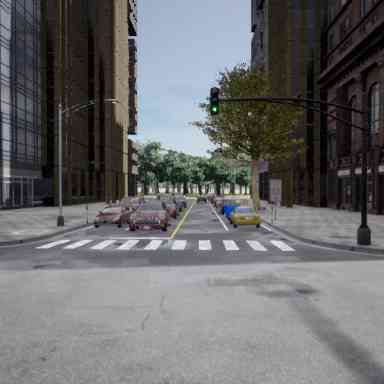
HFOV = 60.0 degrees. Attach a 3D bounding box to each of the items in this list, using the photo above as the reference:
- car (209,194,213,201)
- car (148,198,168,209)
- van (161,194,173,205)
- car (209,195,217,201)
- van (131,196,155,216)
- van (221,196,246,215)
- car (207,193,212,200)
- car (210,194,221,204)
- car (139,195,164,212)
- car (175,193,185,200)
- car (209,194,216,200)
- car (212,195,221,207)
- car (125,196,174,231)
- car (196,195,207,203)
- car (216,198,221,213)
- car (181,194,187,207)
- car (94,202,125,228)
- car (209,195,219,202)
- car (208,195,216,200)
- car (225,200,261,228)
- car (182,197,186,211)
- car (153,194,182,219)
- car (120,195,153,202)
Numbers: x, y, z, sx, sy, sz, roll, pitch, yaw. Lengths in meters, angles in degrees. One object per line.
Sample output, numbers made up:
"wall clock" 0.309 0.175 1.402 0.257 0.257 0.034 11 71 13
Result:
"car" 4.338 1.464 55.761 2.008 1.369 4.403 -1 0 2
"car" -4.497 1.492 44.635 2.008 1.369 4.403 -1 0 2
"van" -4.186 1.254 55.989 1.690 1.788 3.998 0 0 2
"car" 4.964 1.431 78.469 1.802 1.307 4.206 0 0 2
"van" -4.812 1.307 33.279 1.690 1.788 3.998 -1 0 2
"van" 3.554 1.317 27.375 1.690 1.788 3.998 -1 0 2
"car" 4.492 1.213 61.437 2.192 1.841 5.009 -1 0 2
"car" 4.182 1.472 50.084 1.887 1.381 4.507 -1 0 2
"car" -4.655 1.270 38.957 2.192 1.841 5.009 -1 0 2
"car" -3.248 1.130 90.053 2.192 1.841 5.009 0 0 2
"car" 5.124 1.358 84.315 1.752 1.417 4.829 0 0 2
"car" 4.030 1.467 44.577 1.752 1.417 4.829 -1 0 2
"car" -2.442 1.338 20.178 2.097 1.767 4.553 0 0 0
"car" 1.959 1.390 65.843 1.837 1.490 4.892 0 0 2
"car" 3.713 1.532 33.053 1.947 1.339 4.313 -1 0 2
"car" -1.701 1.438 47.980 1.837 1.490 4.892 0 0 2
"car" -5.122 1.566 21.923 1.802 1.307 4.206 -1 0 2
"car" 4.807 1.417 72.791 2.008 1.369 4.403 0 0 2
"car" 5.276 1.381 89.823 1.947 1.339 4.313 0 0 2
"car" 3.404 1.509 21.867 1.752 1.417 4.829 -1 0 2
"car" -2.003 1.557 38.056 1.895 1.301 4.718 0 0 2
"car" -2.255 1.325 28.988 2.097 1.767 4.553 0 0 2
"car" -4.969 1.291 27.601 2.192 1.841 5.009 -1 0 2
